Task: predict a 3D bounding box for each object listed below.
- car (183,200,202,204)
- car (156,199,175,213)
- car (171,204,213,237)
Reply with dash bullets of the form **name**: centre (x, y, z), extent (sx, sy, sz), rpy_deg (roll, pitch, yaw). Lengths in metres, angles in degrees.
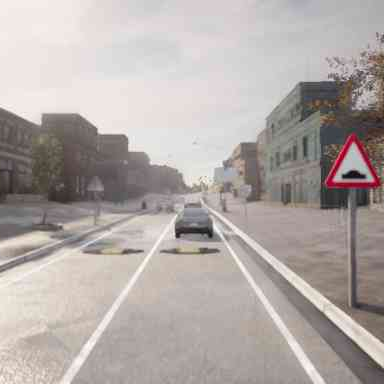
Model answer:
- **car**: centre (0.095, 1.573, 35.985), extent (2.128, 1.511, 4.902), rpy_deg (0, -1, 0)
- **car**: centre (-3.095, 1.629, 39.614), extent (2.128, 1.511, 4.902), rpy_deg (0, -1, 0)
- **car**: centre (0.100, 1.563, 18.233), extent (1.994, 1.385, 4.181), rpy_deg (0, 0, 0)
